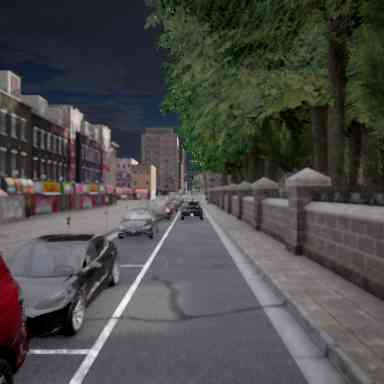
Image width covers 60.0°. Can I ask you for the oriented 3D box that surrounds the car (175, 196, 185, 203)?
[{"bbox_3d":[-2.640,1.613,73.360,1.947,1.339,4.313,0,0,0],"label":"car"}]

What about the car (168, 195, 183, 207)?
[{"bbox_3d":[-2.642,1.349,54.159,2.192,1.841,5.009,0,0,0],"label":"car"}]

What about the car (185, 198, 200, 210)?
[{"bbox_3d":[0.071,1.554,45.171,1.812,1.442,4.674,0,0,0],"label":"car"}]

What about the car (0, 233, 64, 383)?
[{"bbox_3d":[-2.656,1.316,1.456,2.192,1.841,5.009,0,0,0],"label":"car"}]

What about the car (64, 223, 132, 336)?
[{"bbox_3d":[-2.654,1.570,6.727,1.947,1.339,4.313,0,0,0],"label":"car"}]

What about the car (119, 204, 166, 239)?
[{"bbox_3d":[-2.652,1.561,17.267,2.008,1.369,4.403,0,0,0],"label":"car"}]

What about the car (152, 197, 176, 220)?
[{"bbox_3d":[-2.649,1.457,27.807,1.967,1.590,4.097,0,0,0],"label":"car"}]

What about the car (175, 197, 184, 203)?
[{"bbox_3d":[-2.640,1.626,69.698,1.802,1.307,4.206,0,0,0],"label":"car"}]

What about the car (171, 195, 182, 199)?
[{"bbox_3d":[-2.647,1.339,38.348,2.192,1.841,5.009,0,0,0],"label":"car"}]

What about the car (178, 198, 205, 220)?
[{"bbox_3d":[0.020,1.524,28.495,1.837,1.490,4.892,0,0,0],"label":"car"}]

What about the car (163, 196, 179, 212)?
[{"bbox_3d":[-2.648,1.461,33.078,1.967,1.590,4.097,0,0,0],"label":"car"}]
